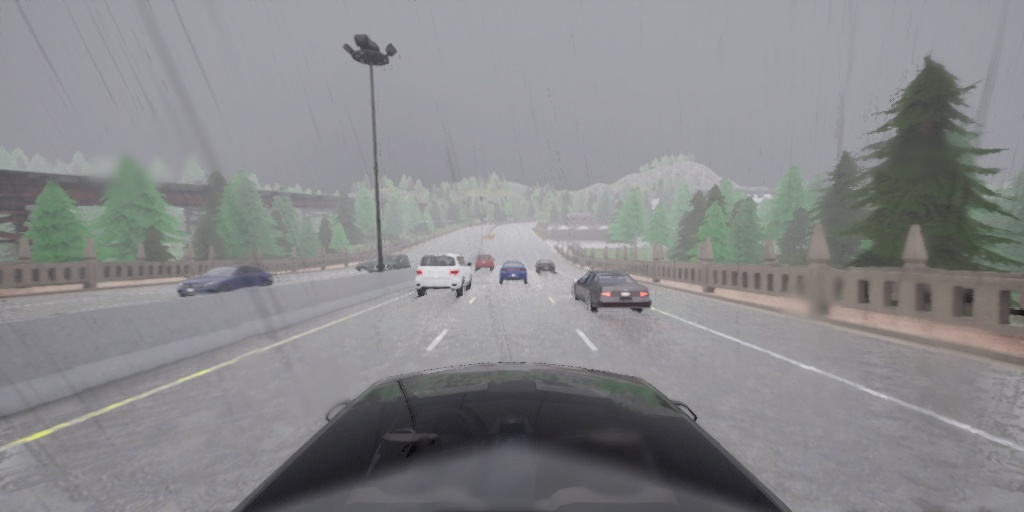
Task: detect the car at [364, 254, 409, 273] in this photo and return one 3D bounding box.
[{"bbox_3d":[-10.567,0.872,31.425,2.150,2.045,5.566,0,0,0],"label":"car"}]

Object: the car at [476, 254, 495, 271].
[{"bbox_3d":[-3.401,0.796,45.717,2.150,2.045,5.566,0,1,0],"label":"car"}]

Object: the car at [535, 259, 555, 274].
[{"bbox_3d":[3.599,1.097,39.602,1.882,1.535,5.008,0,0,0],"label":"car"}]

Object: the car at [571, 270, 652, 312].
[{"bbox_3d":[3.599,1.255,13.885,2.033,1.411,5.357,0,0,0],"label":"car"}]

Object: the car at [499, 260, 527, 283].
[{"bbox_3d":[0.099,1.142,26.555,1.882,1.535,5.008,0,0,0],"label":"car"}]

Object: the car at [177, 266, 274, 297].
[{"bbox_3d":[-14.093,1.219,18.043,1.812,1.442,4.674,0,0,0],"label":"car"}]

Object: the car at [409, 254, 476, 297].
[{"bbox_3d":[-3.400,0.910,18.692,2.150,2.045,5.566,0,0,0],"label":"car"}]

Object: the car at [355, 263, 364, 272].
[{"bbox_3d":[-17.519,1.134,44.533,2.033,1.411,5.357,0,1,0],"label":"car"}]
